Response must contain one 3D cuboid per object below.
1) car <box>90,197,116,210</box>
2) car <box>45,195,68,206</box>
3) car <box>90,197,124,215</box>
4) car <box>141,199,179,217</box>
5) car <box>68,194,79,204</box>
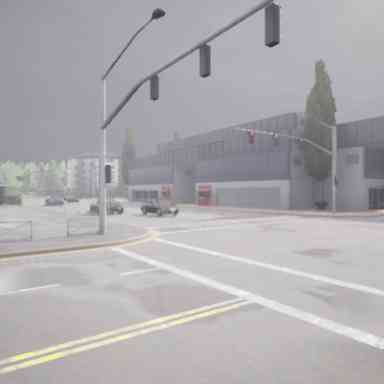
[{"bbox_3d":[-11.512,1.426,43.001,1.812,1.442,4.674,0,0,-34],"label":"car"},{"bbox_3d":[-21.047,1.273,51.001,2.097,1.767,4.553,0,0,-33],"label":"car"},{"bbox_3d":[-8.140,1.277,31.673,2.097,1.767,4.553,0,0,-34],"label":"car"},{"bbox_3d":[-2.994,1.395,30.333,2.128,1.511,4.902,0,0,-34],"label":"car"},{"bbox_3d":[-20.772,1.181,56.958,1.882,1.535,5.008,0,0,-34],"label":"car"}]
